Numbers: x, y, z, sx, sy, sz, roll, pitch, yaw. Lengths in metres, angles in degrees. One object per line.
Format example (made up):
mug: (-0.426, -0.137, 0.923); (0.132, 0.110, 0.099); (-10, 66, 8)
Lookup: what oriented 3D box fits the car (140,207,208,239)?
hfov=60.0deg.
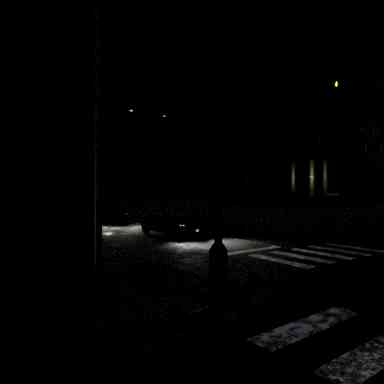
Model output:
car: (-1.108, 1.530, 17.529); (1.812, 1.442, 4.674); (0, 0, -36)

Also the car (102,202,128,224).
car: (-6.488, 1.484, 24.990); (1.882, 1.535, 5.008); (0, 0, -36)
